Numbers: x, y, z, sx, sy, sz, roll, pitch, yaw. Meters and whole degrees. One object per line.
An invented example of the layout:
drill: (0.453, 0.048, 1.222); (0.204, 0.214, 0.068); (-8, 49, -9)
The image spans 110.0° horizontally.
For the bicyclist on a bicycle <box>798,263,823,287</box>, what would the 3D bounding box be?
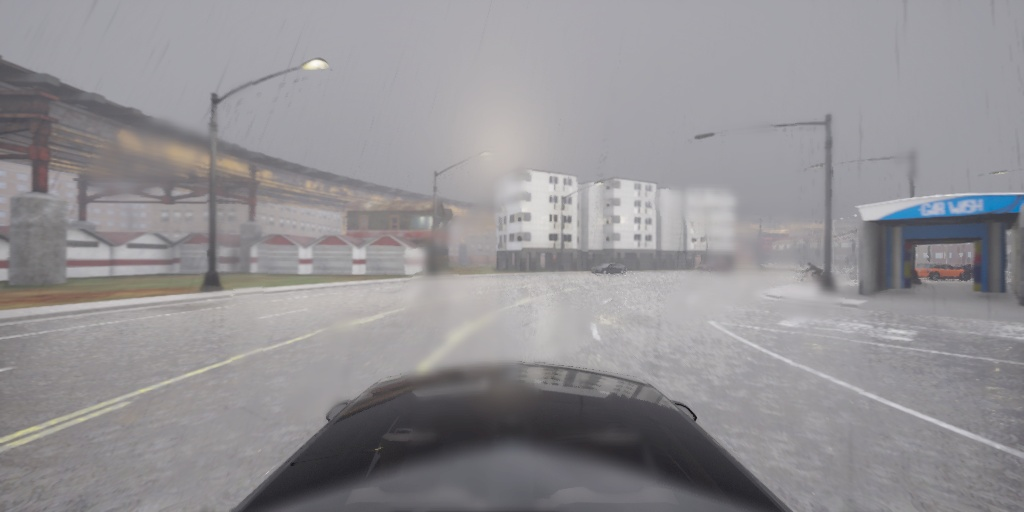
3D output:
bicyclist on a bicycle: (20.625, 1.299, 24.577); (0.582, 1.620, 1.656); (1, -1, -35)

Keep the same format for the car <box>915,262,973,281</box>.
car: (43.665, 1.554, 36.652); (4.553, 1.767, 2.097); (0, 0, -1)

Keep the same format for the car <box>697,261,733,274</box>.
car: (27.751, 1.524, 49.088); (4.553, 1.767, 2.097); (0, 0, -13)

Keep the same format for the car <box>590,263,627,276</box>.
car: (11.371, 1.542, 42.115); (4.892, 1.490, 1.837); (1, -1, -32)
